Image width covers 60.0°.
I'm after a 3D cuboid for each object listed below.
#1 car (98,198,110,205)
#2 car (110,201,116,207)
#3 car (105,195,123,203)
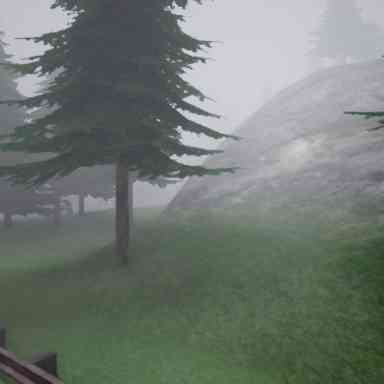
[{"bbox_3d":[-16.404,1.622,61.110,2.033,1.411,5.357,0,0,-16],"label":"car"},{"bbox_3d":[-11.675,1.598,54.483,1.837,1.490,4.892,0,1,-4],"label":"car"},{"bbox_3d":[-16.225,1.514,69.316,2.128,1.511,4.902,0,0,-32],"label":"car"}]
